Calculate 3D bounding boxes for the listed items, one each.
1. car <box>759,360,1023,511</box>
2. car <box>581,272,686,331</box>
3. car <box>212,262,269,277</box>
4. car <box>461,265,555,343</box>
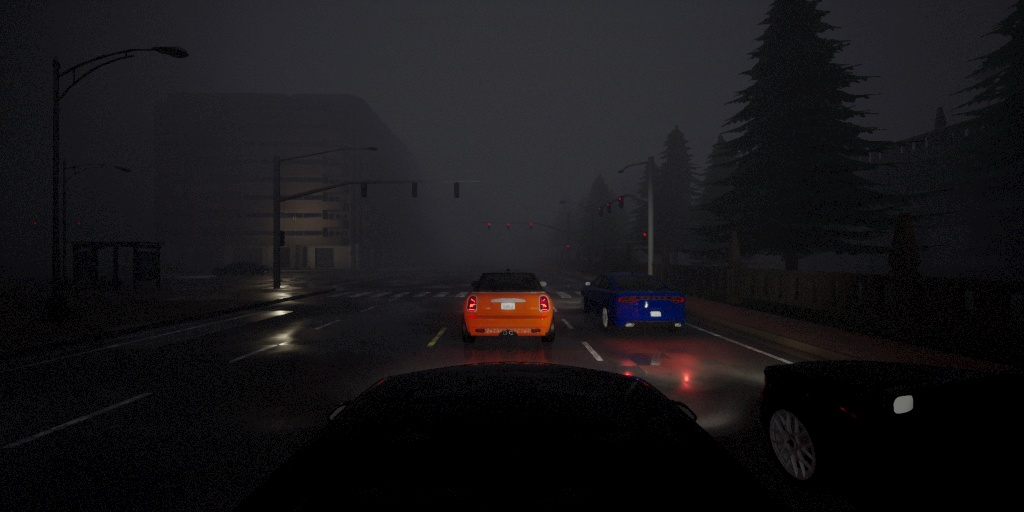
[{"bbox_3d":[3.288,1.228,1.497,1.882,1.535,5.008,0,0,3],"label":"car"},{"bbox_3d":[3.416,1.228,11.023,1.882,1.535,5.008,0,0,0],"label":"car"},{"bbox_3d":[-27.022,1.310,35.727,4.892,1.490,1.837,0,0,-1],"label":"car"},{"bbox_3d":[-0.083,1.102,9.878,2.097,1.767,4.553,0,0,0],"label":"car"}]
